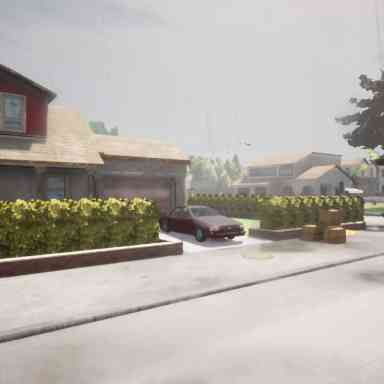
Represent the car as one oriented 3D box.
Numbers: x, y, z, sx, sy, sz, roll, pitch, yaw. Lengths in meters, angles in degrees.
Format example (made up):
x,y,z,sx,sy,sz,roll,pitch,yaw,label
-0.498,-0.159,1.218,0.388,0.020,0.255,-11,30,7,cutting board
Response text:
x,y,z,sx,sy,sz,roll,pitch,yaw,label
0.116,1.356,15.491,2.033,1.415,5.357,0,0,-33,car
